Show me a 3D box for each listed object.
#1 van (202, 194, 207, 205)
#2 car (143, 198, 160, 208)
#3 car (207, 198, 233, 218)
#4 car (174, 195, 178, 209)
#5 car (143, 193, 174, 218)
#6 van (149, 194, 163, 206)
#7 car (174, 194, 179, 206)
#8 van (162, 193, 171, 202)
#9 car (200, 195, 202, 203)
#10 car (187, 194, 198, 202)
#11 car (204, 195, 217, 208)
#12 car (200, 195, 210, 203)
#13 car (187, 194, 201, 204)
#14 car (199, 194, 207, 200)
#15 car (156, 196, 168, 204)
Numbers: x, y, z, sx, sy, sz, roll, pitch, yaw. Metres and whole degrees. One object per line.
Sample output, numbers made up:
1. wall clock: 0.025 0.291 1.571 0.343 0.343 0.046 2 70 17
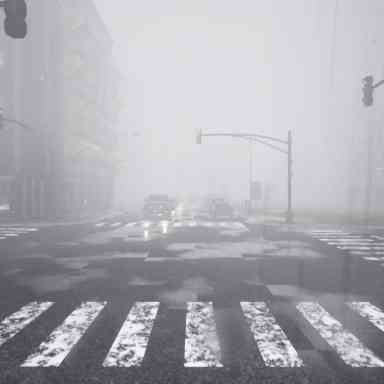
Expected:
1. van: 2.685 1.295 46.888 1.690 1.788 3.998 -1 0 0
2. car: -5.660 1.520 46.863 1.947 1.339 4.313 -1 0 0
3. car: 2.673 1.522 29.951 1.887 1.381 4.507 -1 0 0
4. car: -3.058 1.439 41.530 1.882 1.535 5.008 0 0 0
5. car: -3.065 1.198 30.415 2.150 2.045 5.566 0 0 0
6. van: -5.658 1.286 52.508 1.690 1.788 3.998 -1 0 0
7. car: -3.043 1.491 52.474 2.033 1.411 5.357 0 0 0
8. van: -5.638 1.242 75.094 1.690 1.788 3.998 -1 0 0
9. car: 2.692 1.490 52.535 1.887 1.381 4.507 -1 0 0
10. car: 0.091 1.264 70.979 2.097 1.767 4.553 0 0 0
11. car: 2.676 1.410 35.597 1.967 1.590 4.097 -1 0 0
12. car: 2.712 1.353 69.472 1.967 1.590 4.097 -1 0 0
13. car: 0.154 1.479 60.352 2.033 1.411 5.357 0 0 0
14. car: 2.757 1.313 86.409 1.967 1.590 4.097 -1 0 0
15. car: -5.645 1.470 63.800 1.887 1.381 4.507 -1 0 0
